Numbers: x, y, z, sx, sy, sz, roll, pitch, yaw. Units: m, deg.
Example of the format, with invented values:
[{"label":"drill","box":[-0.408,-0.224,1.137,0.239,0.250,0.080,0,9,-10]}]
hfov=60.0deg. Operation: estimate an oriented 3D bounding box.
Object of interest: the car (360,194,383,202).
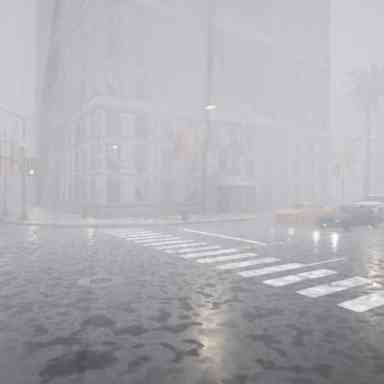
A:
[{"label":"car","box":[16.526,1.221,29.460,5.566,2.045,2.150,0,0,-33]}]

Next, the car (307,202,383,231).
[{"label":"car","box":[9.962,1.547,20.923,5.357,1.411,2.033,0,0,-34]}]

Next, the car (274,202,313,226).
[{"label":"car","box":[8.038,1.477,23.843,5.008,1.535,1.882,0,0,-34]}]
